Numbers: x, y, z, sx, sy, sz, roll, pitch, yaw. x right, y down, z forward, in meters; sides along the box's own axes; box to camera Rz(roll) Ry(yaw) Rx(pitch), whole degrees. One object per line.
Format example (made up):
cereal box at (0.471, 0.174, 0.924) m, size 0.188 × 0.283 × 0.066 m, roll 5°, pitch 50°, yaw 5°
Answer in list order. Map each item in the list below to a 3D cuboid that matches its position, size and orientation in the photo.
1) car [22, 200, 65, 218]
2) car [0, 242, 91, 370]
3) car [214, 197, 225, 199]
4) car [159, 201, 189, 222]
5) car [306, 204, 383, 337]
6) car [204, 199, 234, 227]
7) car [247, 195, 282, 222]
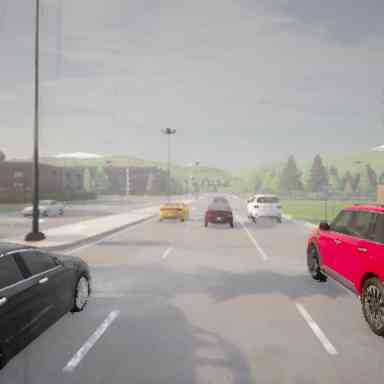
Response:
car at (-12.855, 1.438, 29.135) m, size 1.812 × 1.442 × 4.674 m, roll 0°, pitch 0°, yaw 5°
car at (-3.012, 1.485, 4.780) m, size 1.837 × 1.490 × 4.892 m, roll 0°, pitch 0°, yaw 3°
car at (3.459, 1.354, 41.599) m, size 2.097 × 1.767 × 4.553 m, roll 0°, pitch 0°, yaw 5°
car at (-1.353, 1.458, 26.464) m, size 1.882 × 1.535 × 5.008 m, roll 0°, pitch 0°, yaw 5°
car at (4.047, 1.242, 6.720) m, size 2.150 × 2.045 × 5.566 m, roll 0°, pitch 0°, yaw 4°
car at (1.862, 1.478, 22.924) m, size 1.882 × 1.535 × 5.008 m, roll 0°, pitch 0°, yaw 5°
car at (5.667, 1.243, 26.416) m, size 2.150 × 2.045 × 5.566 m, roll 0°, pitch 0°, yaw 5°
